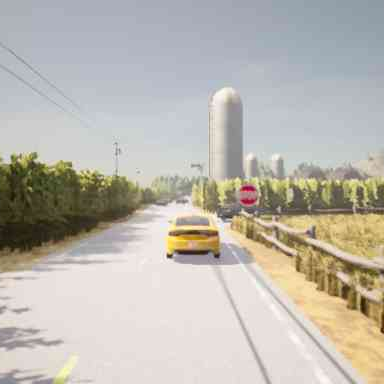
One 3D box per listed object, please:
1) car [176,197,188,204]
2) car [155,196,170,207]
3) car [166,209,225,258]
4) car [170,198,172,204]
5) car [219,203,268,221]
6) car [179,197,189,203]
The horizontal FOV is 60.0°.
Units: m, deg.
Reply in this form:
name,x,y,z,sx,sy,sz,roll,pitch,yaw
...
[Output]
name,x,y,z,sx,sy,sz,roll,pitch,yaw
car,-2.538,1.943,73.886,2.033,1.411,5.357,0,0,2
car,-5.453,1.879,59.392,2.033,1.411,5.357,0,0,-3
car,0.055,1.552,13.158,1.882,1.535,5.008,0,0,0
car,-5.726,1.771,74.774,2.097,1.767,4.553,0,0,0
car,4.330,1.648,27.798,4.902,1.511,2.128,0,-1,-35
car,-2.012,1.980,84.445,1.895,1.301,4.718,0,0,4
